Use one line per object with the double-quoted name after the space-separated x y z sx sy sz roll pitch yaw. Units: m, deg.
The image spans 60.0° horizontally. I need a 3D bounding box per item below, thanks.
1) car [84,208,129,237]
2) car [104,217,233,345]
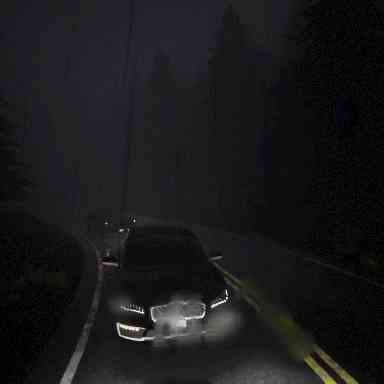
-4.615 1.609 18.512 1.895 1.301 4.718 -3 1 -29 "car"
-0.640 1.494 6.775 1.837 1.490 4.892 -1 0 -11 "car"
